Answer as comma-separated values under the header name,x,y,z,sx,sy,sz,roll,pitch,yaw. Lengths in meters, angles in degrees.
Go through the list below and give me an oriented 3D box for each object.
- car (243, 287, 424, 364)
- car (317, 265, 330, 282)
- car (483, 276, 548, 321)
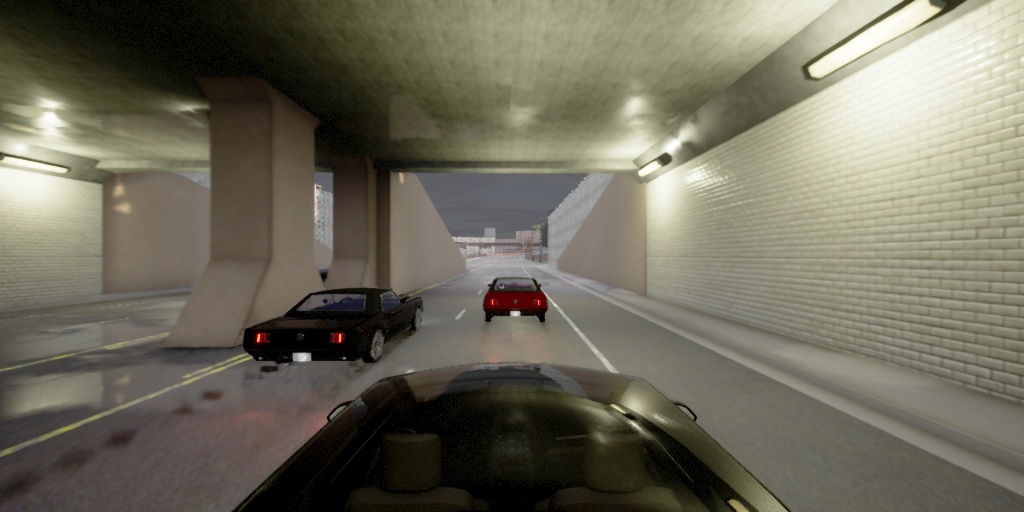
name,x,y,z,sx,sy,sz,roll,pitch,yaw
car,-3.398,1.352,8.032,1.895,1.301,4.718,0,0,0
car,-14.095,1.355,25.840,1.895,1.301,4.718,0,0,0
car,0.096,1.351,12.422,1.895,1.301,4.718,0,0,0
